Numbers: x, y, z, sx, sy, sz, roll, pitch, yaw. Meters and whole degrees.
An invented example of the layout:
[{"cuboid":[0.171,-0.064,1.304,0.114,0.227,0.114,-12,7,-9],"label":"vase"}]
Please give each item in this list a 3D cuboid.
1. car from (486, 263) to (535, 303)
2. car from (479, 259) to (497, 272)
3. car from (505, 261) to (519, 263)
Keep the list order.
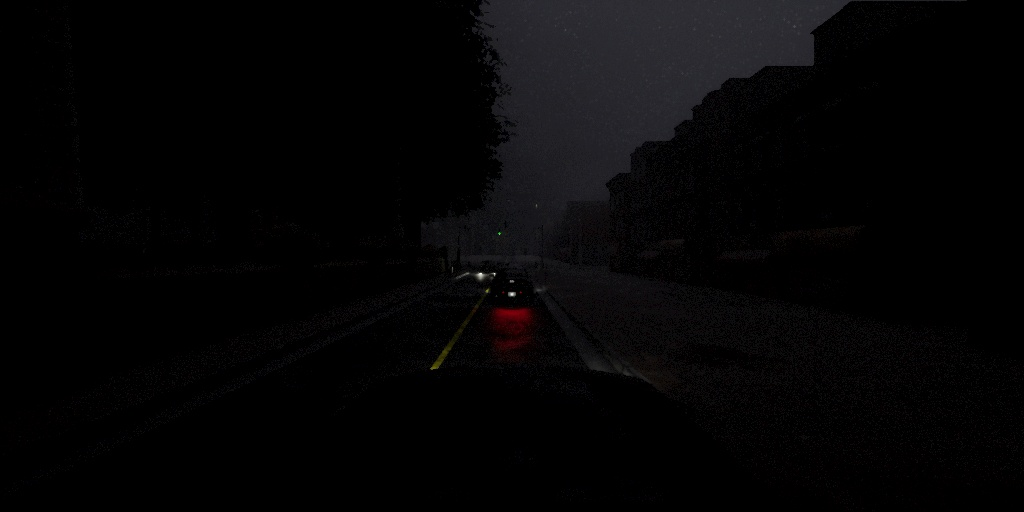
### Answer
[{"cuboid":[0.000,1.235,16.498,1.837,1.490,4.892,0,0,0],"label":"car"},{"cuboid":[-2.750,1.127,42.498,1.882,1.535,5.008,0,0,0],"label":"car"},{"cuboid":[0.000,1.192,31.498,1.812,1.442,4.674,0,0,0],"label":"car"}]
